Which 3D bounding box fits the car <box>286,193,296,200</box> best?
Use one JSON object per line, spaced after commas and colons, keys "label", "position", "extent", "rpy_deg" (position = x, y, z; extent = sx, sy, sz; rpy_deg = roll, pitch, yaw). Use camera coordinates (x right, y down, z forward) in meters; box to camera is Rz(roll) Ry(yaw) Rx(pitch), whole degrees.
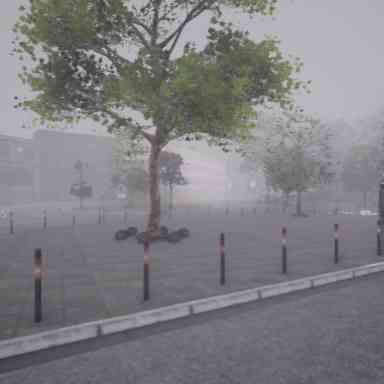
{"label": "car", "position": [25.181, 1.269, 85.134], "extent": [1.882, 1.535, 5.008], "rpy_deg": [1, 0, 19]}

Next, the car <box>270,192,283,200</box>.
{"label": "car", "position": [20.235, 1.104, 79.298], "extent": [2.097, 1.767, 4.553], "rpy_deg": [0, 0, 4]}
